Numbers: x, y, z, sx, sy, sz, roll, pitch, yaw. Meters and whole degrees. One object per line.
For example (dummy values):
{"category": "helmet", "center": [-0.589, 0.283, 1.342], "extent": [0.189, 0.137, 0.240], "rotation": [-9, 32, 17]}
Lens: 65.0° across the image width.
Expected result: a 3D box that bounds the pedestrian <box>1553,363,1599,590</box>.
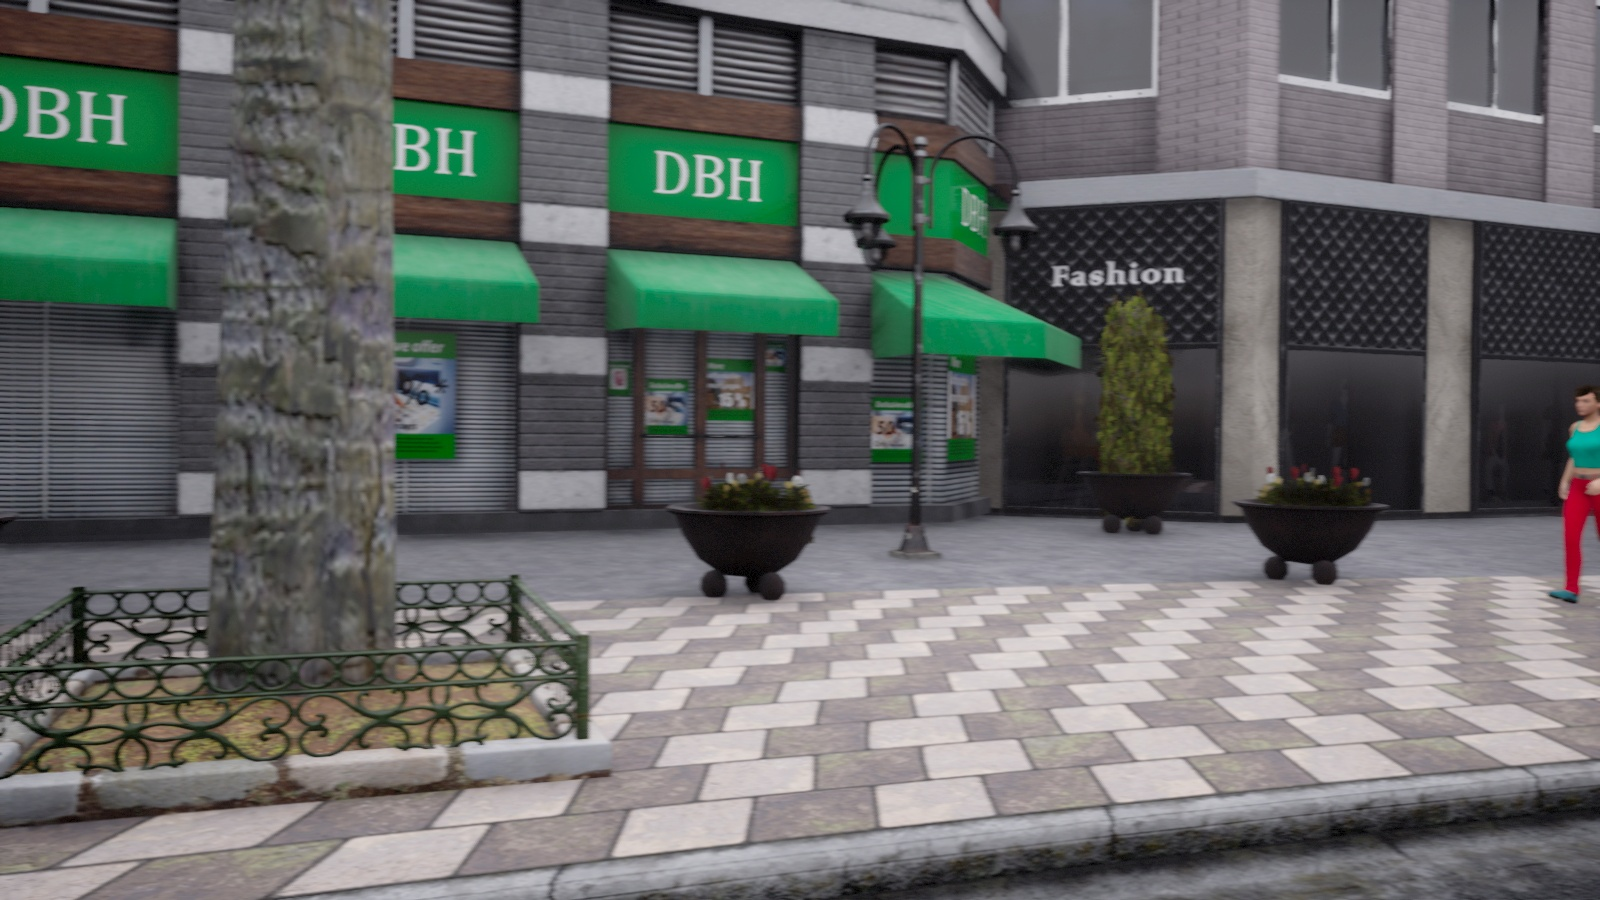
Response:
{"category": "pedestrian", "center": [6.619, 0.210, 10.405], "extent": [0.594, 1.836, 0.345], "rotation": [-1, 1, -18]}
